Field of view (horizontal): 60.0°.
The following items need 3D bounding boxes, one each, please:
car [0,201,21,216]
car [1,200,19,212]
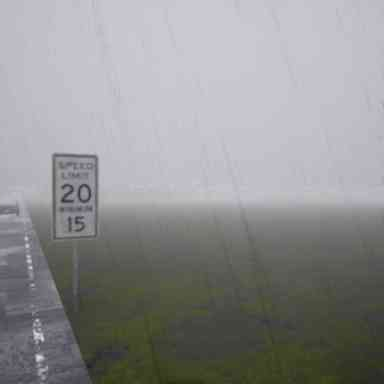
[{"bbox_3d":[-18.246,1.603,33.106,1.882,1.535,5.008,0,0,-27],"label":"car"},{"bbox_3d":[-23.088,1.748,42.418,1.895,1.301,4.718,0,0,-27],"label":"car"}]
